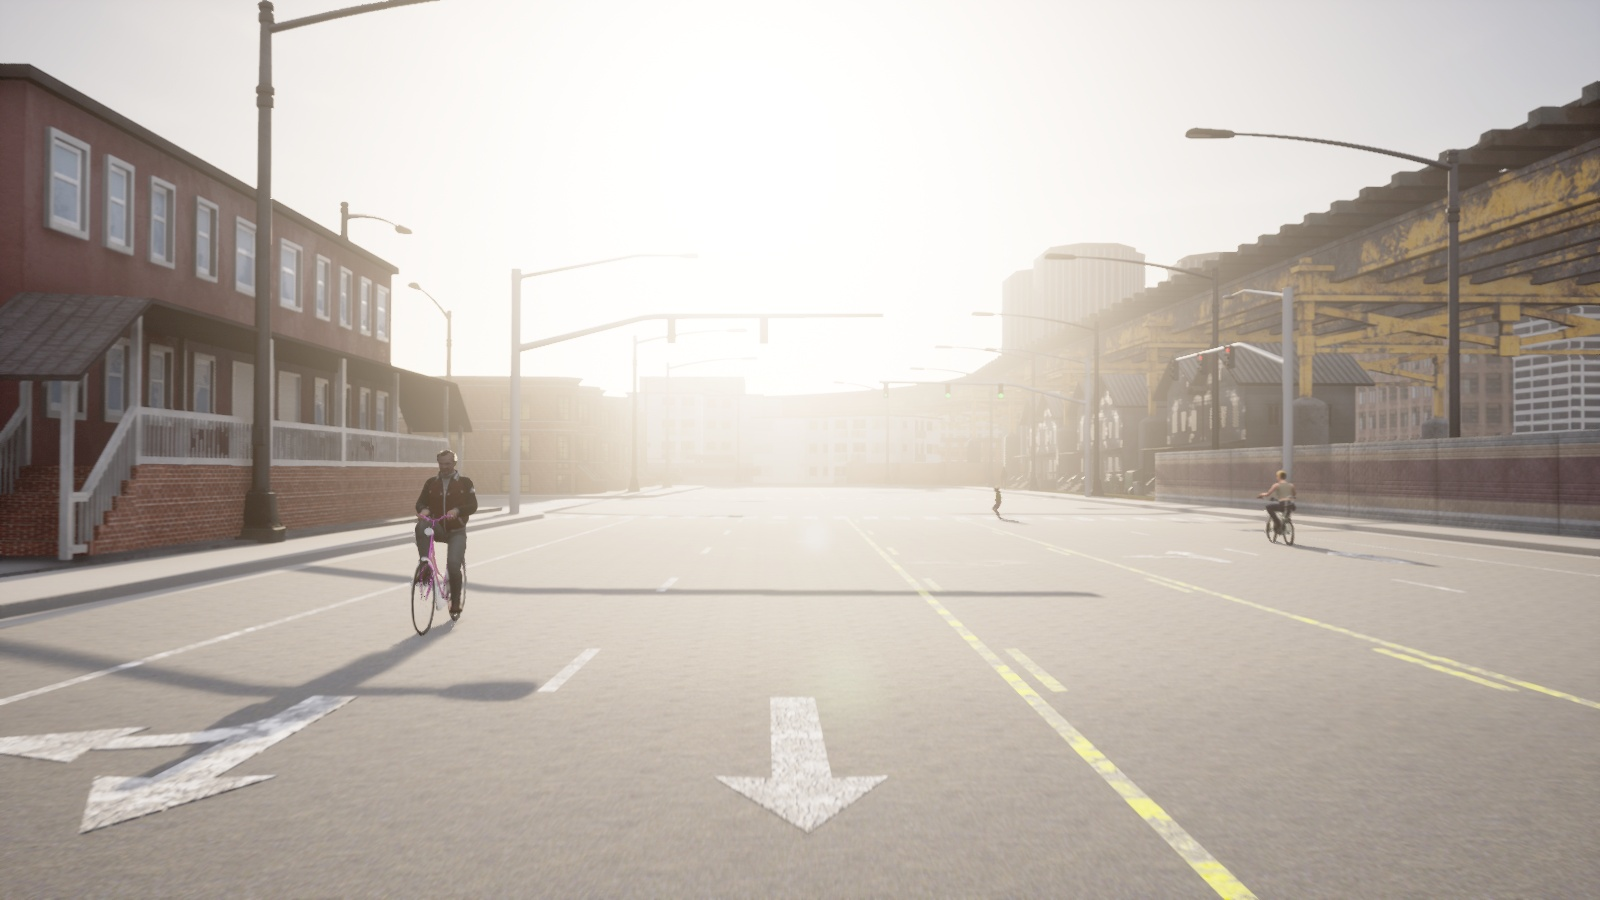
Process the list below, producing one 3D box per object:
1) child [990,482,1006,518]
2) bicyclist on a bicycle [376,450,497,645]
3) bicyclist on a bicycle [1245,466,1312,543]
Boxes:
[{"bbox_3d":[6.460,1.640,40.977,0.473,1.160,0.299,0,-1,8],"label":"child"},{"bbox_3d":[-3.528,0.906,12.351,0.659,1.776,1.843,0,-1,0],"label":"bicyclist on a bicycle"},{"bbox_3d":[10.440,1.169,27.437,0.866,1.612,1.509,0,-1,0],"label":"bicyclist on a bicycle"}]
